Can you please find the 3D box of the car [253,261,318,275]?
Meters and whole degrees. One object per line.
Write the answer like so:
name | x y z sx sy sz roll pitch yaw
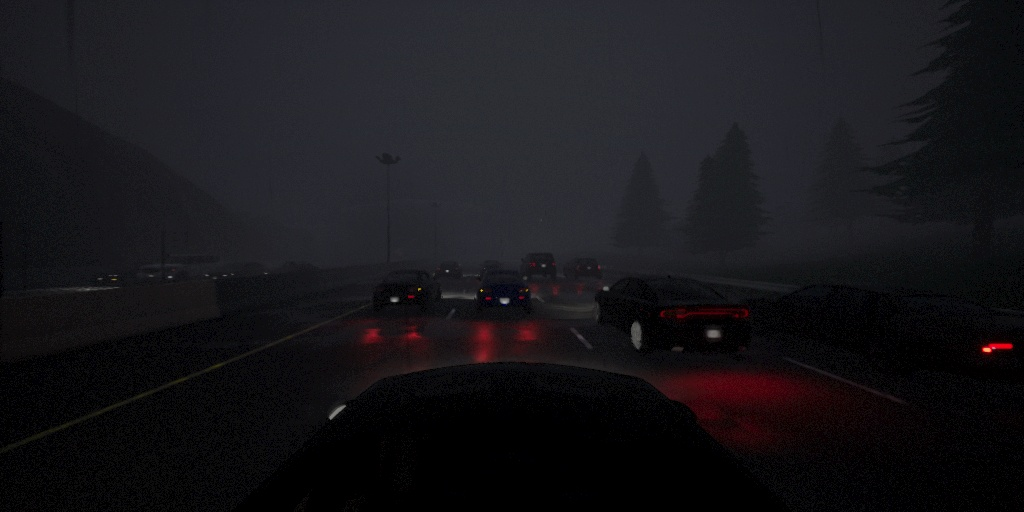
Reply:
car | -15.519 1.113 25.437 2.128 1.511 4.902 0 0 -5

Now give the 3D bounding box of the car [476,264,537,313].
car | -0.360 1.191 13.375 1.812 1.442 4.674 0 0 -3

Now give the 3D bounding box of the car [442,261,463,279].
car | -5.200 1.122 29.893 1.994 1.385 4.181 0 0 -5

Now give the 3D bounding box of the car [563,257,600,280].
car | 5.475 0.889 28.413 2.097 1.767 4.553 0 0 -5

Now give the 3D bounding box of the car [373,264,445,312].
car | -3.891 1.199 13.748 1.812 1.442 4.674 0 0 -4

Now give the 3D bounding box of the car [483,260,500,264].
car | -1.722 1.071 30.169 1.812 1.442 4.674 0 0 -5

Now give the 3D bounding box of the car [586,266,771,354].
car | 3.388 1.167 8.635 1.882 1.535 5.008 0 0 -2

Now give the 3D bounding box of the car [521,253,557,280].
car | 2.004 0.772 28.033 2.150 2.045 5.566 0 0 -5

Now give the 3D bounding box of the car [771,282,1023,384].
car | 6.967 1.236 7.228 2.033 1.411 5.357 0 0 -2

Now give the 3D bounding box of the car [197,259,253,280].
car | -19.005 1.139 25.114 1.837 1.490 4.892 0 0 -5

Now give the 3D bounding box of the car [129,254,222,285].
car | -22.495 0.871 24.827 2.150 2.045 5.566 0 0 -5

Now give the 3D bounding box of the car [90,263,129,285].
car | -26.011 1.162 24.857 1.837 1.490 4.892 0 0 -5
